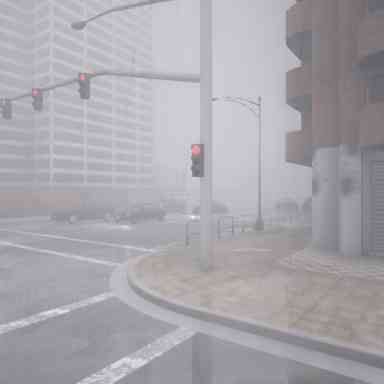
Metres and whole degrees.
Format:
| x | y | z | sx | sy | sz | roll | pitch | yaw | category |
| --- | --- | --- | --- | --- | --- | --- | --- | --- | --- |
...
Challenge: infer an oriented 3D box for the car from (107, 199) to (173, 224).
| x | y | z | sx | sy | sz | roll | pitch | yaw | category |
| --- | --- | --- | --- | --- | --- | --- | --- | --- | --- |
| -3.840 | 1.526 | 25.193 | 1.812 | 1.442 | 4.674 | 0 | 0 | 35 | car |

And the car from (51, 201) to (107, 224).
| x | y | z | sx | sy | sz | roll | pitch | yaw | category |
| --- | --- | --- | --- | --- | --- | --- | --- | --- | --- |
| -8.141 | 1.478 | 25.206 | 1.882 | 1.535 | 5.008 | 0 | 0 | 35 | car |

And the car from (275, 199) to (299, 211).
| x | y | z | sx | sy | sz | roll | pitch | yaw | category |
| --- | --- | --- | --- | --- | --- | --- | --- | --- | --- |
| 11.620 | 1.526 | 40.716 | 1.812 | 1.442 | 4.674 | 0 | 0 | 35 | car |

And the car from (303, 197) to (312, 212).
| x | y | z | sx | sy | sz | roll | pitch | yaw | category |
| --- | --- | --- | --- | --- | --- | --- | --- | --- | --- |
| 14.500 | 1.352 | 38.698 | 2.097 | 1.767 | 4.553 | 0 | 0 | 35 | car |

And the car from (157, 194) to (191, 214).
| x | y | z | sx | sy | sz | roll | pitch | yaw | category |
| --- | --- | --- | --- | --- | --- | --- | --- | --- | --- |
| -2.566 | 1.352 | 33.074 | 2.097 | 1.767 | 4.553 | 0 | 0 | 35 | car |

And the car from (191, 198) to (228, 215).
| x | y | z | sx | sy | sz | roll | pitch | yaw | category |
| --- | --- | --- | --- | --- | --- | --- | --- | --- | --- |
| 1.855 | 1.564 | 33.247 | 1.994 | 1.385 | 4.181 | 0 | 0 | 36 | car |
